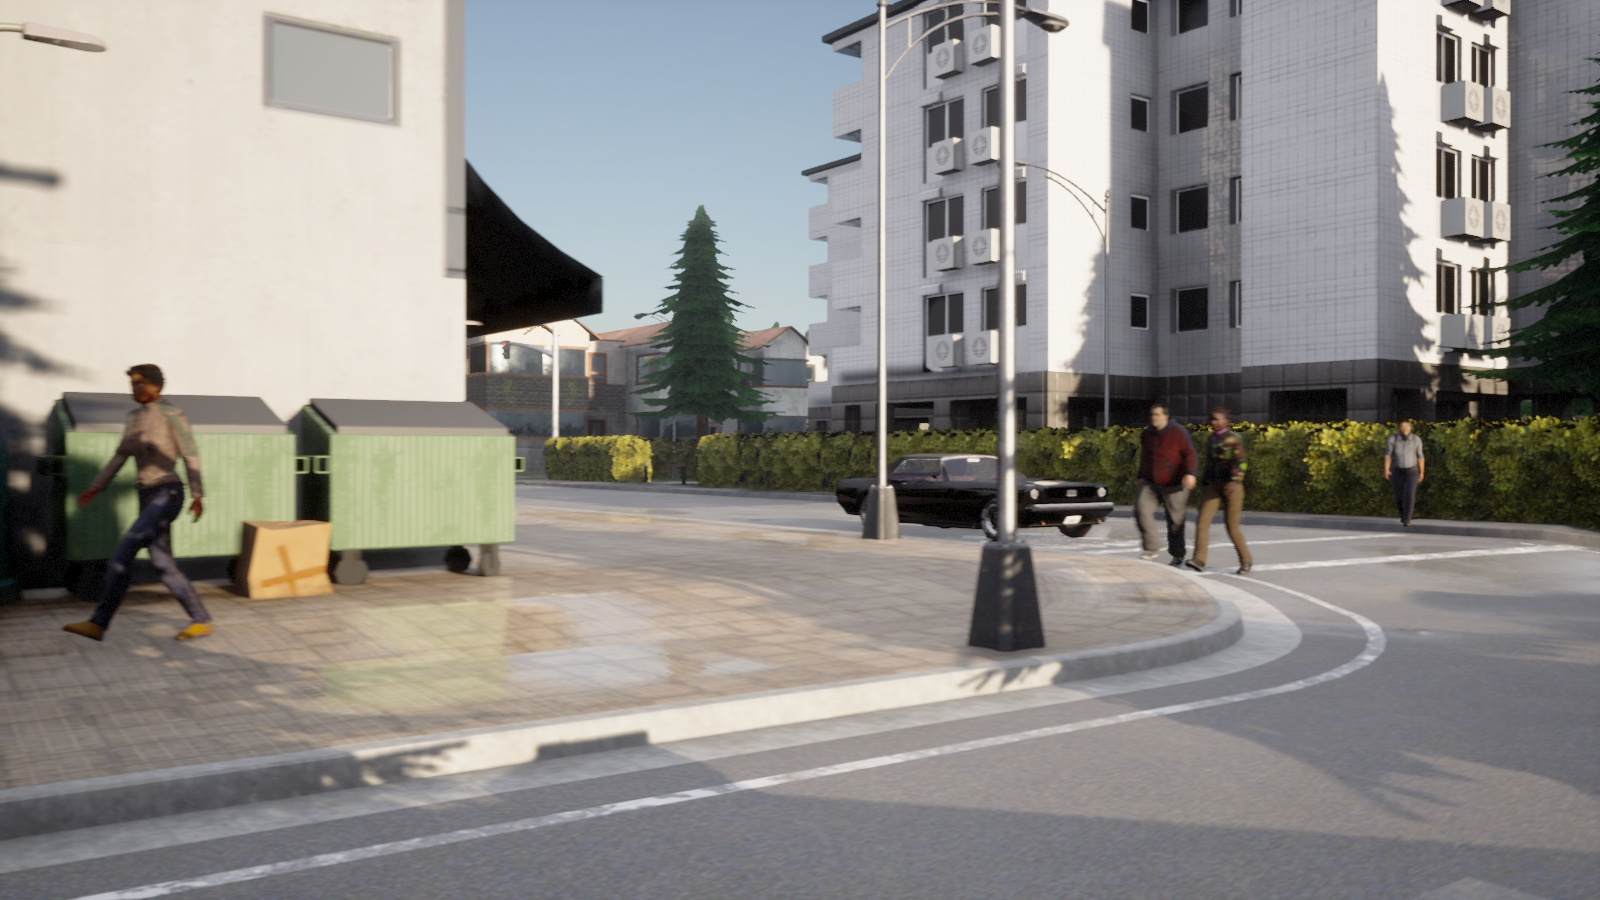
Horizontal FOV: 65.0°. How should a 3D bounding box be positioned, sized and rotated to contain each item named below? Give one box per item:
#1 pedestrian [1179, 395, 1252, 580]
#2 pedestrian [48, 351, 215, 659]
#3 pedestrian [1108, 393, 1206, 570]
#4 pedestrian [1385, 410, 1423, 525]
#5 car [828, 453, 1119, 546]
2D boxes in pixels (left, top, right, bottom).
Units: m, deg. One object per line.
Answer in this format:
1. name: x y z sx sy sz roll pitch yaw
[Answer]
1. pedestrian: 4.455 0.389 13.462 0.692 1.930 0.395 0 0 -33
2. pedestrian: -4.146 0.322 7.820 0.328 1.805 0.869 0 0 31
3. pedestrian: 3.868 0.325 13.604 0.899 1.844 0.634 0 0 -42
4. pedestrian: 9.904 0.286 20.584 0.540 1.848 0.694 0 0 26
5. car: 2.628 0.702 20.146 1.895 1.301 4.718 0 0 -36
